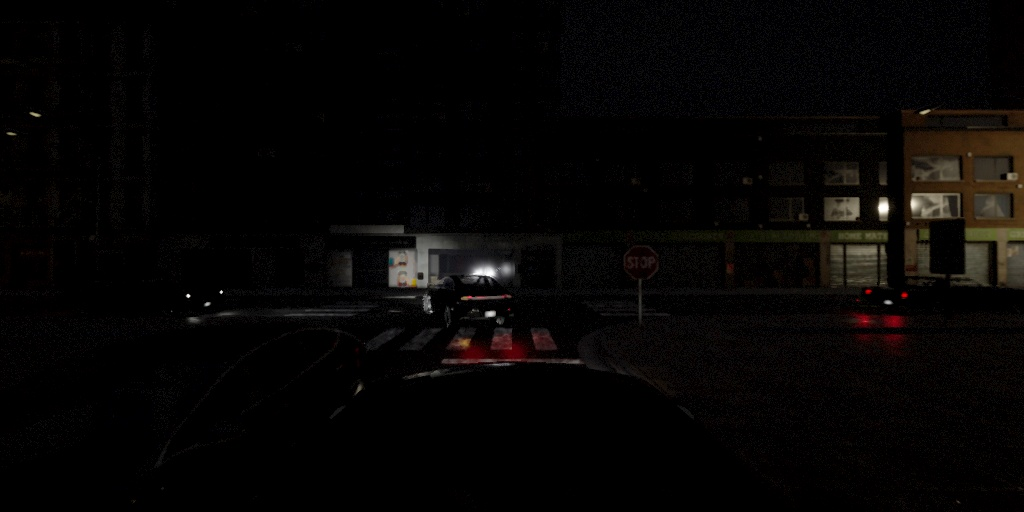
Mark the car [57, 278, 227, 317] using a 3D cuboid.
[{"bbox_3d":[-13.622,1.501,13.450,4.718,1.301,1.895,0,0,0],"label":"car"}]

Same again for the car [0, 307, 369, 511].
[{"bbox_3d":[-2.637,1.327,2.834,1.948,1.339,4.313,0,0,0],"label":"car"}]

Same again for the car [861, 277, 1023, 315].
[{"bbox_3d":[16.275,1.434,13.417,4.718,1.301,1.895,0,0,0],"label":"car"}]

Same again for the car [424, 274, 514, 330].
[{"bbox_3d":[-1.555,1.346,11.765,2.128,1.511,4.902,0,-1,-24],"label":"car"}]
